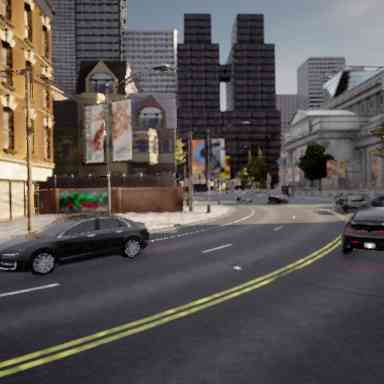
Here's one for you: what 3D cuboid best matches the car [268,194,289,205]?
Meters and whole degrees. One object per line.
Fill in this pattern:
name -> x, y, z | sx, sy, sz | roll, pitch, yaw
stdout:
car -> 11.743, 0.965, 45.379 | 1.882, 1.535, 5.008 | -1, 0, -2

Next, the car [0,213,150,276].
car -> -3.581, 1.496, 10.582 | 1.837, 1.490, 4.892 | 0, 1, 44

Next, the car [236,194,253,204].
car -> 8.069, 1.036, 51.436 | 2.128, 1.511, 4.902 | -1, 0, -2

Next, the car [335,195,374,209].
car -> 14.402, 1.038, 30.325 | 2.128, 1.511, 4.902 | -1, 0, 12

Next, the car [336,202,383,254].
car -> 6.716, 1.310, 11.915 | 1.837, 1.490, 4.892 | 0, 1, 35

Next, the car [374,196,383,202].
car -> 18.176, 1.024, 30.954 | 2.033, 1.411, 5.357 | -1, 0, 10
